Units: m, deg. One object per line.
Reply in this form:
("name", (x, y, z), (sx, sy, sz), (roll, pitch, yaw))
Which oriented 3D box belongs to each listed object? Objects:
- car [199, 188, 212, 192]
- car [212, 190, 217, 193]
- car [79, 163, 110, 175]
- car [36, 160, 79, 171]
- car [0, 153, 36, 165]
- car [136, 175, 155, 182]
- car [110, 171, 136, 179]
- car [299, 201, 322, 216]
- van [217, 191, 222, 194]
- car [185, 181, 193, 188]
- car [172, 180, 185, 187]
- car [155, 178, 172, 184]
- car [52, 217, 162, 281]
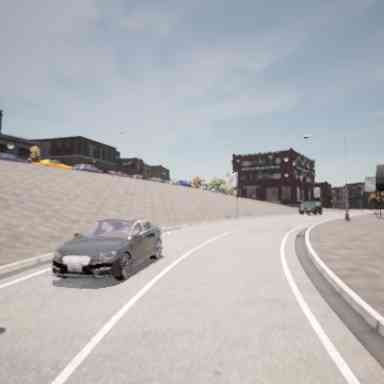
("car", (2.388, -0.143, 79.282), (2.002, 1.452, 4.674), (-1, -5, 21))
("car", (4.246, 0.292, 84.485), (2.002, 1.452, 4.674), (-1, -5, 19))
("car", (-13.644, -2.762, 43.908), (2.185, 1.767, 4.553), (-1, -4, 29))
("car", (-16.343, -2.944, 39.090), (2.097, 1.535, 5.008), (-2, -4, 30))
("car", (-19.156, -3.211, 34.314), (2.002, 1.452, 4.674), (-2, -4, 32))
("car", (-8.479, -1.961, 53.868), (2.002, 1.452, 4.674), (-1, -4, 27))
("car", (-10.966, -2.285, 48.951), (2.163, 1.488, 4.792), (-1, -4, 28))
("car", (17.420, 2.390, 48.790), (2.150, 2.045, 5.566), (-2, -3, 34))
("van", (6.072, 0.496, 89.858), (1.878, 1.987, 4.442), (-1, -5, 19))
("car", (-1.608, -1.229, 69.037), (2.435, 2.045, 5.566), (-1, -4, 23))
("car", (-3.822, -1.471, 63.886), (2.185, 1.767, 4.553), (-1, -4, 24))
("car", (-6.139, -1.689, 58.751), (2.231, 1.521, 4.892), (-1, -4, 26))
("car", (-2.306, 1.571, 10.253), (2.128, 1.511, 4.902), (0, -1, 11))
